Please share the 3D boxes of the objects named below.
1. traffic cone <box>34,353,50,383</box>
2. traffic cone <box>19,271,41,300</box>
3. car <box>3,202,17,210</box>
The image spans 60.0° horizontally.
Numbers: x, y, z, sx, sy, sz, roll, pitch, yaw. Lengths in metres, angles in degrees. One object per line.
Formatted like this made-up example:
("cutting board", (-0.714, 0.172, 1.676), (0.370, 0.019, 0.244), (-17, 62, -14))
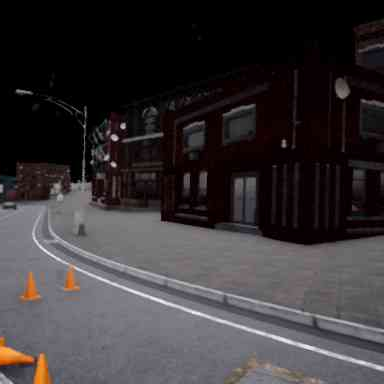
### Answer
("traffic cone", (-1.598, 2.020, 3.536), (0.340, 0.580, 0.340), (0, -2, 36))
("traffic cone", (-3.641, 2.084, 7.514), (0.340, 0.580, 0.340), (0, -2, 36))
("car", (-32.626, 2.451, 59.643), (1.882, 1.535, 5.008), (2, -2, -23))
